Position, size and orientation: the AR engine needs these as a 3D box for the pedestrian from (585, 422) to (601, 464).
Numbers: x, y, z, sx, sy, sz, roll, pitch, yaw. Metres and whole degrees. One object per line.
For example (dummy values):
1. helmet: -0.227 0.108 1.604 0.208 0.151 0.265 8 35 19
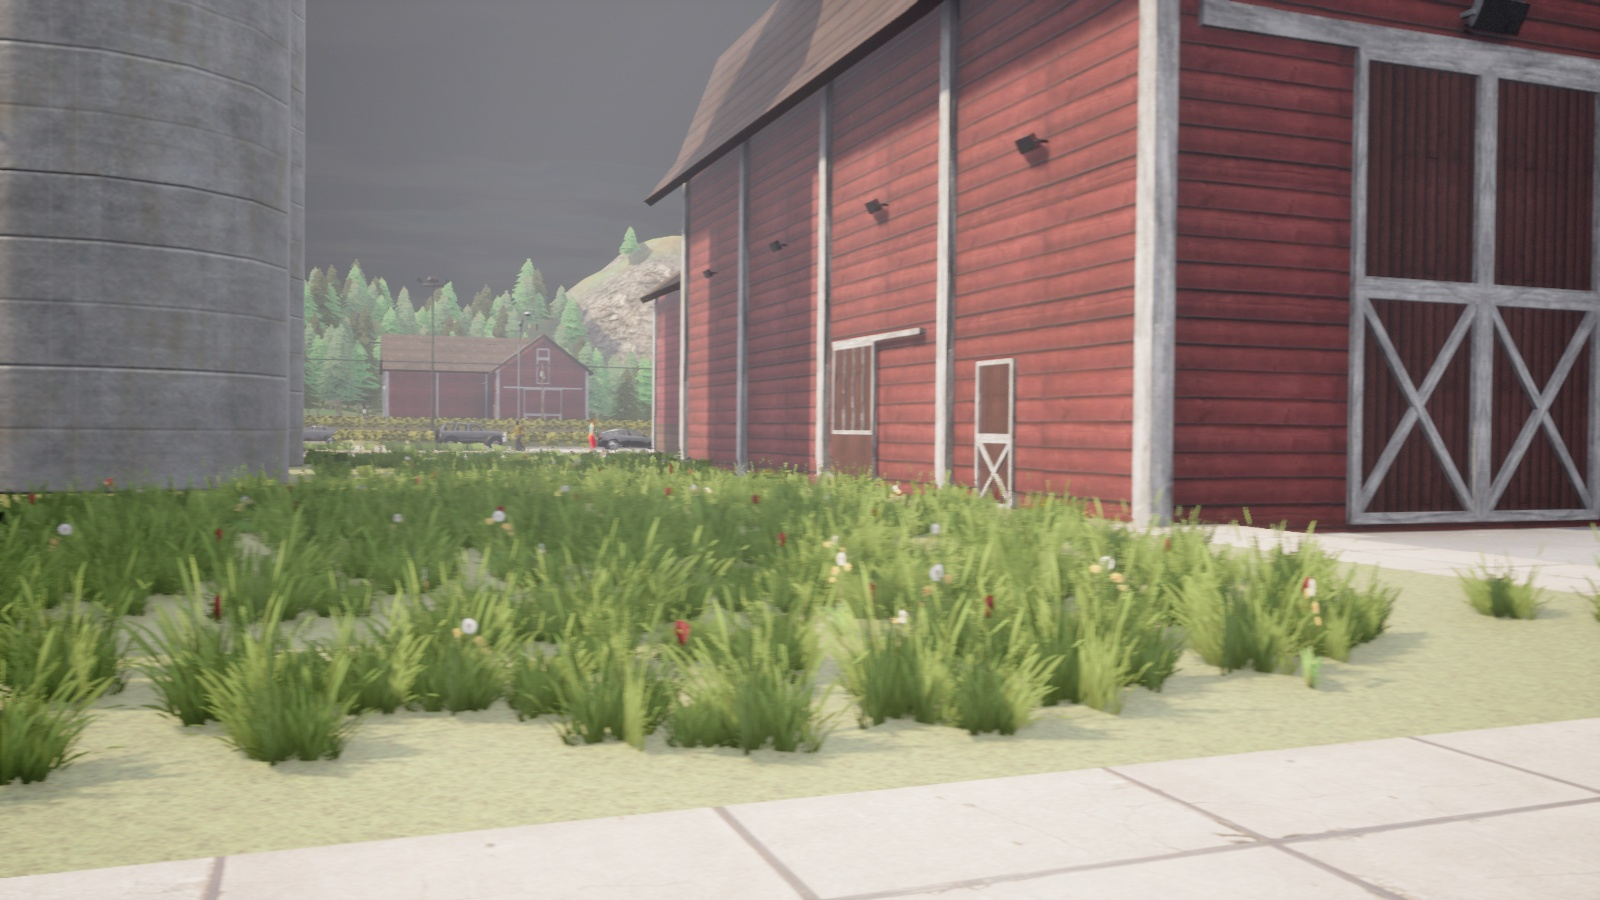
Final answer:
1. pedestrian: -8.955 -0.308 54.360 0.594 1.836 0.345 -1 1 -21

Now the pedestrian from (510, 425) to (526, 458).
1. pedestrian: -15.867 -0.498 70.679 0.370 1.835 0.726 0 1 42

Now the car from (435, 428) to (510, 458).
1. car: -21.558 -0.470 82.631 4.605 1.855 1.932 -1 1 -20

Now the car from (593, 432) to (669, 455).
1. car: -11.640 -0.454 86.326 4.792 1.488 2.163 -1 1 -20
